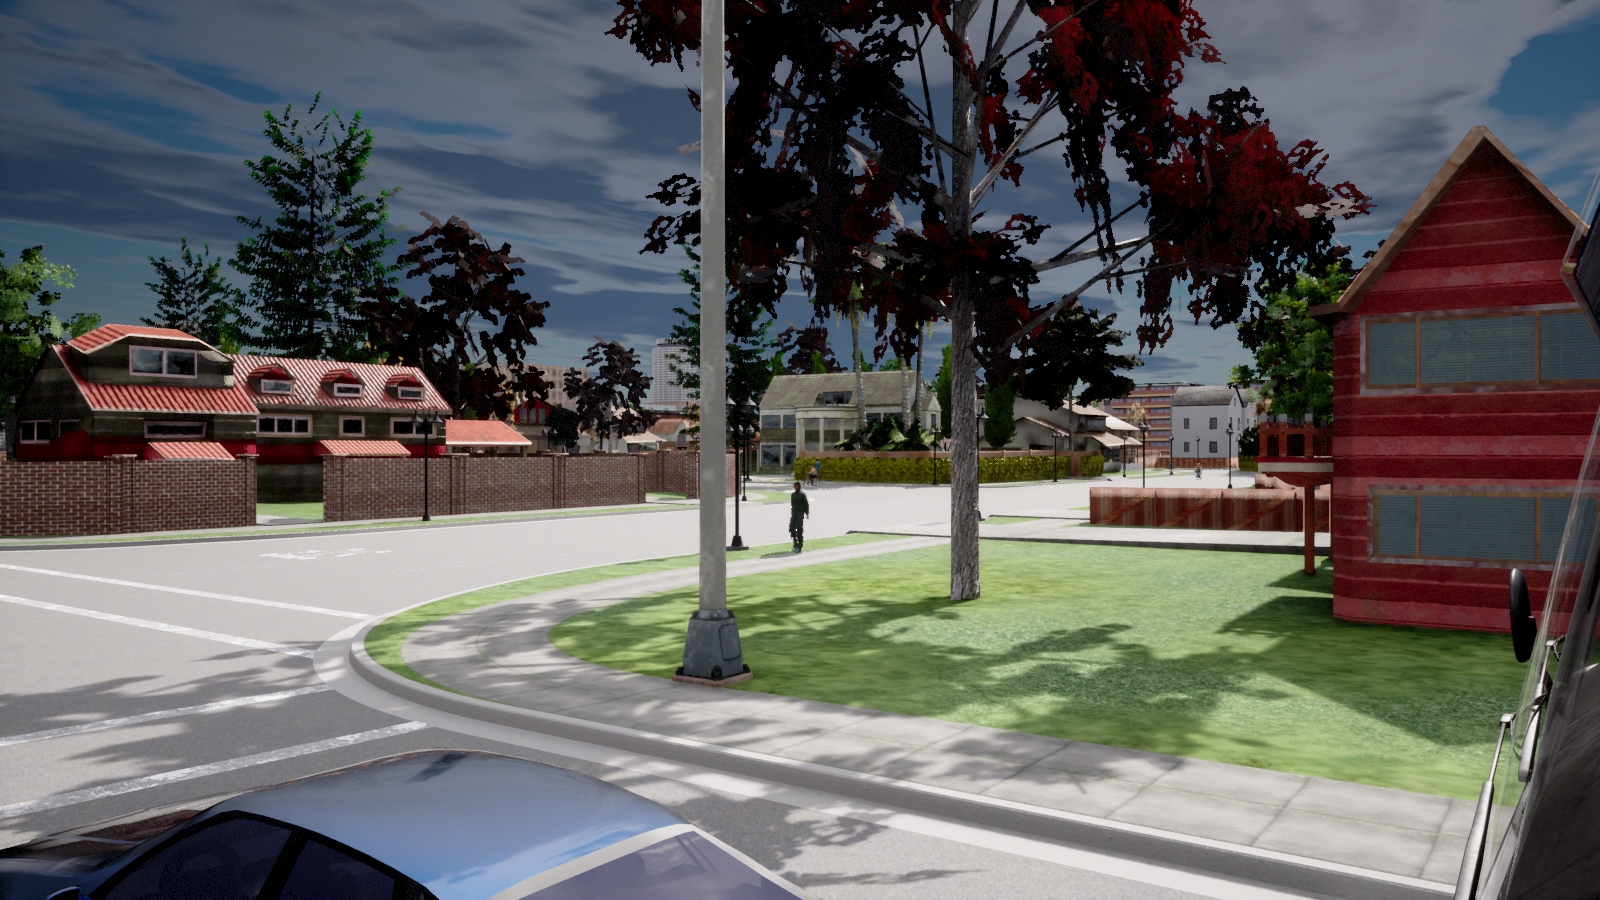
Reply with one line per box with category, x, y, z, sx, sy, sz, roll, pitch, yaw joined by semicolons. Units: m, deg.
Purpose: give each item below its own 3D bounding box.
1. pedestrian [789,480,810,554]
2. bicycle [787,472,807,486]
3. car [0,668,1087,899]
pedestrian;-0.010;1.704;29.245;0.375;1.860;0.375;0;0;35
bicycle;-0.229;2.256;88.666;0.859;1.080;1.487;0;0;34
car;-1.713;2.106;4.943;5.357;1.411;2.033;0;0;36
